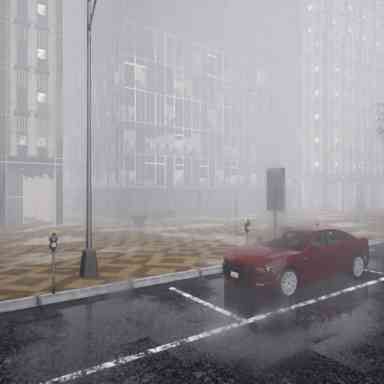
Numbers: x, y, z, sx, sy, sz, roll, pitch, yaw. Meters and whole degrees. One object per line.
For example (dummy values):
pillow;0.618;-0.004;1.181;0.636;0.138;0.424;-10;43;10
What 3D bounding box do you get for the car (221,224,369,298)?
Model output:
car;2.752;1.545;8.502;4.507;1.381;1.887;0;0;-35
